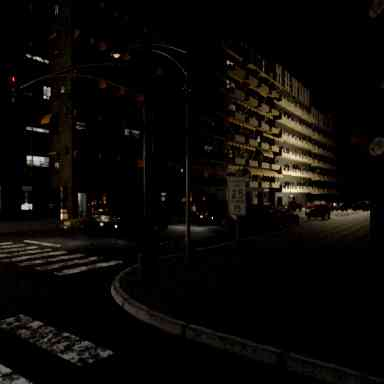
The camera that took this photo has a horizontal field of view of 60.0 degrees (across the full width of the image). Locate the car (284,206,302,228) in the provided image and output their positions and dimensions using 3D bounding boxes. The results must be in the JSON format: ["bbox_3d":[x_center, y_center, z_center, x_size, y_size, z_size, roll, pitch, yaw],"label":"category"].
[{"bbox_3d":[7.228,2.043,26.669,1.887,1.381,4.507,-1,-2,35],"label":"car"}]

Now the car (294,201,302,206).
[{"bbox_3d":[16.548,2.340,54.625,2.192,1.841,5.009,-1,-2,35],"label":"car"}]

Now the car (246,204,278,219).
[{"bbox_3d":[8.068,2.191,37.889,1.837,1.490,4.892,0,-1,35],"label":"car"}]

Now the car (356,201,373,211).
[{"bbox_3d":[33.150,2.621,63.834,2.192,1.841,5.009,-1,-2,35],"label":"car"}]

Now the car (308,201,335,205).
[{"bbox_3d":[18.411,2.426,47.150,1.837,1.490,4.892,0,-1,35],"label":"car"}]

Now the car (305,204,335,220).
[{"bbox_3d":[13.709,2.284,35.957,1.802,1.307,4.206,-1,-2,35],"label":"car"}]

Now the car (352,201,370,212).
[{"bbox_3d":[29.909,2.522,59.188,2.192,1.841,5.009,-1,-2,35],"label":"car"}]

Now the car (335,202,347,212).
[{"bbox_3d":[25.273,2.626,56.992,2.128,1.511,4.902,0,-1,35],"label":"car"}]

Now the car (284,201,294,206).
[{"bbox_3d":[13.211,2.446,49.835,1.752,1.417,4.829,-1,-2,35],"label":"car"}]

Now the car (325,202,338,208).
[{"bbox_3d":[32.752,3.067,77.844,1.887,1.381,4.507,-1,-2,35],"label":"car"}]

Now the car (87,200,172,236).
[{"bbox_3d":[-3.566,1.541,21.237,2.150,2.045,5.566,0,-1,35],"label":"car"}]

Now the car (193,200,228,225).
[{"bbox_3d":[2.342,1.728,29.707,2.150,2.045,5.566,0,-1,34],"label":"car"}]

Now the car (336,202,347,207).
[{"bbox_3d":[39.235,3.282,87.135,1.947,1.339,4.313,-1,-2,35],"label":"car"}]

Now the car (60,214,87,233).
[{"bbox_3d":[-6.231,1.834,21.965,1.752,1.417,4.829,-1,-2,35],"label":"car"}]

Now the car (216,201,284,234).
[{"bbox_3d":[3.987,1.711,22.030,2.192,1.841,5.009,-1,-2,35],"label":"car"}]
